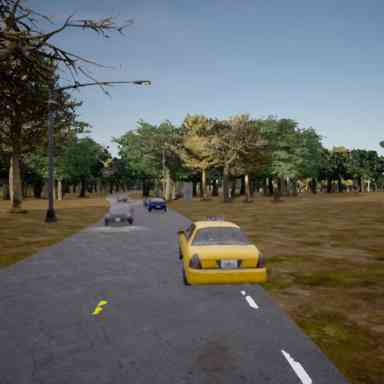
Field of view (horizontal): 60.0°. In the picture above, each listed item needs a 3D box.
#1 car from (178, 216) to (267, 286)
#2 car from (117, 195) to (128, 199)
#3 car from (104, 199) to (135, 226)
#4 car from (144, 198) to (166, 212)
[{"bbox_3d":[0.584,1.447,9.388,1.801,1.575,5.366,0,0,-4],"label":"car"},{"bbox_3d":[-13.252,1.327,63.323,2.033,1.411,5.357,0,0,-16],"label":"car"},{"bbox_3d":[-5.075,1.499,23.698,1.812,1.442,4.674,0,0,-8],"label":"car"},{"bbox_3d":[-4.057,1.399,37.890,1.882,1.535,5.008,0,0,-11],"label":"car"}]
